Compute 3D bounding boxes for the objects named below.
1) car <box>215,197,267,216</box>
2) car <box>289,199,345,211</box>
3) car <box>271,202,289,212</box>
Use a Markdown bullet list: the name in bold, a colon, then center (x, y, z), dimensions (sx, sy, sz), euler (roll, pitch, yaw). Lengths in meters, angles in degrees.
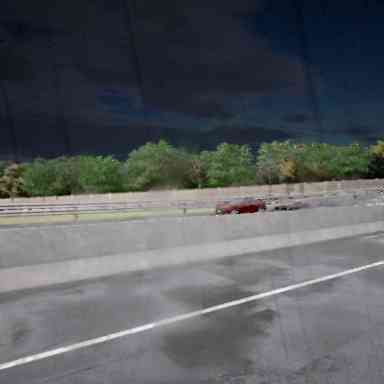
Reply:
- **car**: center (4.231, 1.238, 28.487), dimensions (5.008, 1.535, 1.882), euler (-1, 1, -35)
- **car**: center (9.152, 1.302, 23.394), dimensions (4.181, 1.385, 1.994), euler (-1, 1, -35)
- **car**: center (8.717, 1.297, 27.376), dimensions (4.718, 1.301, 1.895), euler (-2, 1, -35)
